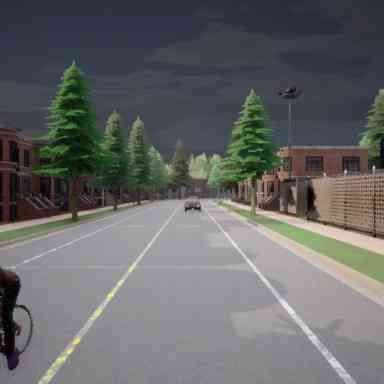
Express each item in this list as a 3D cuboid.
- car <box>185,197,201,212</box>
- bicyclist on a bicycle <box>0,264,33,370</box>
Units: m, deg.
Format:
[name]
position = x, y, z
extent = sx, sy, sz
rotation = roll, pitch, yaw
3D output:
[car]
position = 0.099, 1.600, 39.310
extent = 1.895, 1.301, 4.718
rotation = 0, 0, 0
[bicyclist on a bicycle]
position = -2.493, 1.436, 4.027
extent = 0.582, 1.620, 1.656
rotation = -6, 2, 8
